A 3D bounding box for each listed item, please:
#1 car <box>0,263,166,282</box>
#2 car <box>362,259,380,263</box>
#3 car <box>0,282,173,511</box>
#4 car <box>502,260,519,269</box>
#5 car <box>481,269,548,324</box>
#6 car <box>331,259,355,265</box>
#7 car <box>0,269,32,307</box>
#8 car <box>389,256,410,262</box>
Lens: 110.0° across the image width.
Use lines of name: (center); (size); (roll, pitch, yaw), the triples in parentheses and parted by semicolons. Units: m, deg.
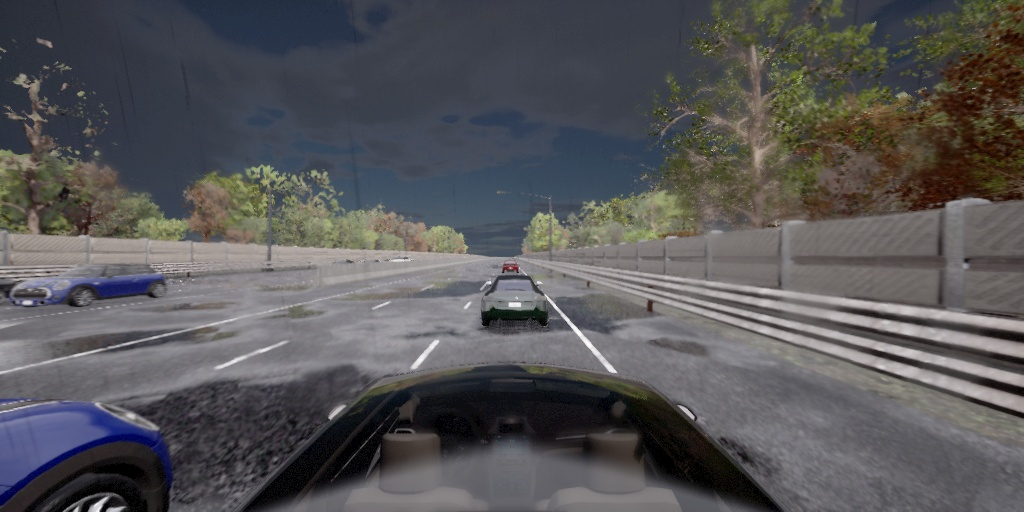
car: (-17.632, 1.108, 15.277); (2.097, 1.767, 4.553); (0, 0, 0)
car: (-21.441, 1.269, 54.559); (1.837, 1.490, 4.892); (0, 0, 0)
car: (-3.408, 1.101, 0.572); (2.097, 1.767, 4.553); (0, 0, 0)
car: (-0.190, 1.238, 43.653); (1.882, 1.535, 5.008); (0, 0, -1)
car: (0.068, 1.317, 11.906); (1.994, 1.385, 4.181); (0, 0, 0)
car: (-24.937, 1.270, 53.020); (1.837, 1.490, 4.892); (0, 0, 0)
car: (-21.111, 1.282, 12.758); (1.812, 1.442, 4.674); (0, 0, 0)
car: (-17.961, 0.986, 57.497); (2.150, 2.045, 5.566); (0, 0, 0)
